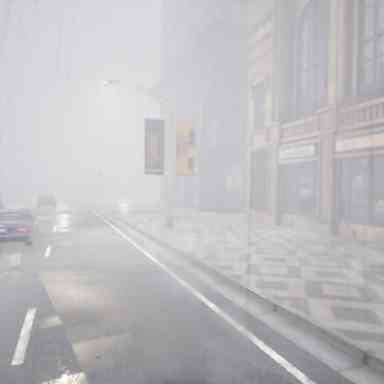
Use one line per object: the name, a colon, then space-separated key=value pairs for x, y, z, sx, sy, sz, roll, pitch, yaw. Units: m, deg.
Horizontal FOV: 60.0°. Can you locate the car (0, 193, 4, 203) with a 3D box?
car: x=-14.872 y=0.958 z=23.650 sx=2.150 sy=2.045 sz=5.566 roll=0 pitch=0 yaw=-21

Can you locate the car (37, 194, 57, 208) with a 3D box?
car: x=-17.335 y=0.970 z=39.901 sx=2.097 sy=1.767 sz=4.553 roll=0 pitch=0 yaw=-21

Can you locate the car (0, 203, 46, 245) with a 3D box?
car: x=-7.637 y=1.402 z=14.235 sx=2.033 sy=1.411 sz=5.357 roll=0 pitch=0 yaw=-21
